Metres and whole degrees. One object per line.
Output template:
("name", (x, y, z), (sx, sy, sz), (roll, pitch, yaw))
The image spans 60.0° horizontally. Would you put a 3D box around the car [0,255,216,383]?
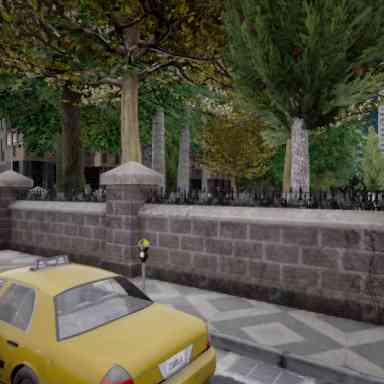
("car", (-2.024, 1.526, 4.402), (4.829, 1.417, 1.752), (0, 0, 35))
